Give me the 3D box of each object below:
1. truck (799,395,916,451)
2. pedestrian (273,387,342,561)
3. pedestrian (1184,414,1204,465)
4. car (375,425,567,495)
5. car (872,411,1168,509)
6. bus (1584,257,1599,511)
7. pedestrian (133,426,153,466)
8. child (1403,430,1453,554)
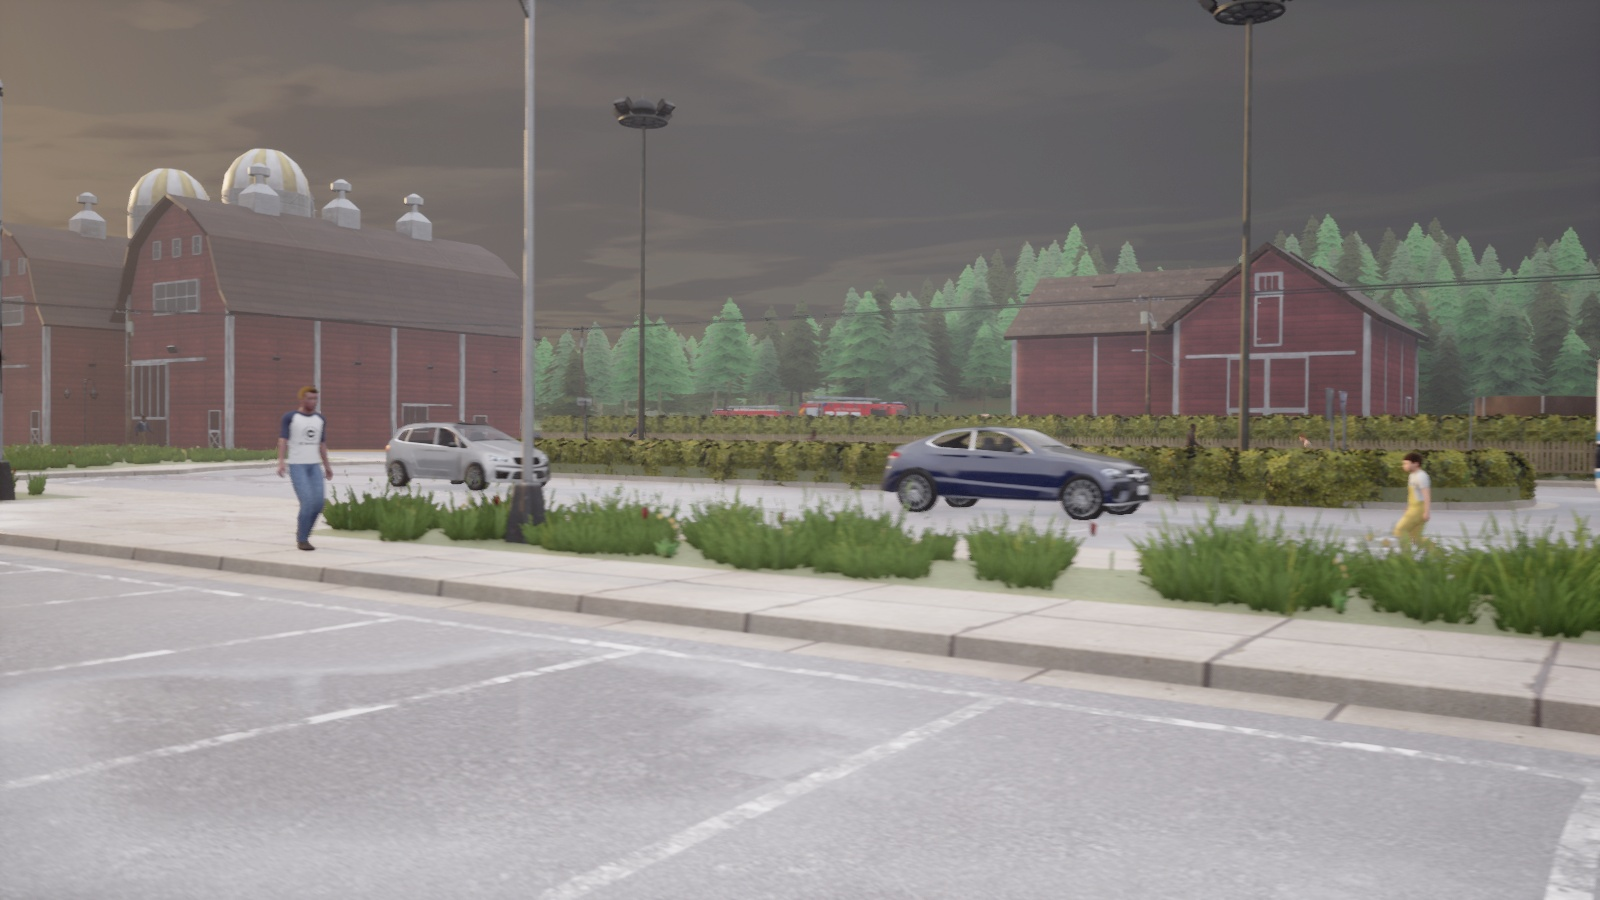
[{"bbox_3d":[4.163,-1.903,89.424,8.468,3.827,2.891,-1,1,-39],"label":"truck"},{"bbox_3d":[-5.349,0.249,13.626,0.706,1.836,0.354,0,1,37],"label":"pedestrian"},{"bbox_3d":[14.337,-0.367,45.683,0.703,1.840,0.431,0,1,18],"label":"pedestrian"},{"bbox_3d":[-8.407,0.216,31.966,4.611,1.667,2.242,0,1,34],"label":"car"},{"bbox_3d":[4.064,0.151,23.566,5.027,1.651,2.152,0,1,34],"label":"car"},{"bbox_3d":[18.771,-1.111,21.650,10.273,4.253,3.944,0,-1,-25],"label":"bus"},{"bbox_3d":[-31.908,-0.202,61.021,0.788,1.949,0.423,0,1,21],"label":"pedestrian"},{"bbox_3d":[6.499,0.430,13.005,0.437,1.263,0.270,0,1,22],"label":"child"}]
